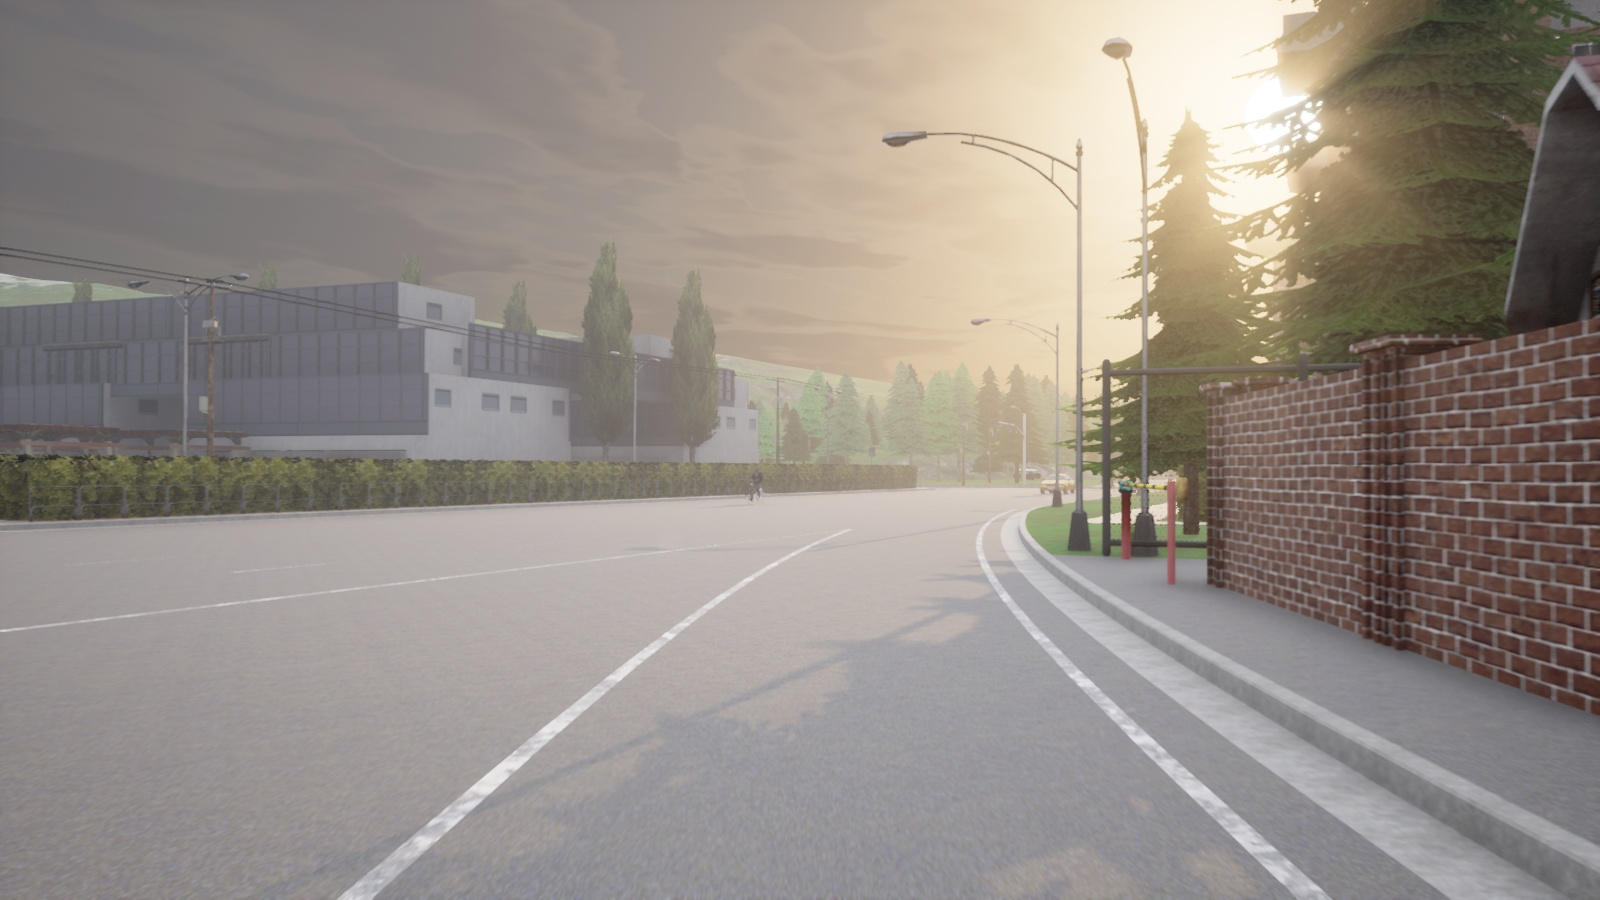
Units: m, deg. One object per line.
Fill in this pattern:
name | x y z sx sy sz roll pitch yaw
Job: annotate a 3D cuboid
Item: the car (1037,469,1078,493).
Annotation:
car | 18.227 2.165 88.666 1.801 1.575 5.366 -1 -1 22
